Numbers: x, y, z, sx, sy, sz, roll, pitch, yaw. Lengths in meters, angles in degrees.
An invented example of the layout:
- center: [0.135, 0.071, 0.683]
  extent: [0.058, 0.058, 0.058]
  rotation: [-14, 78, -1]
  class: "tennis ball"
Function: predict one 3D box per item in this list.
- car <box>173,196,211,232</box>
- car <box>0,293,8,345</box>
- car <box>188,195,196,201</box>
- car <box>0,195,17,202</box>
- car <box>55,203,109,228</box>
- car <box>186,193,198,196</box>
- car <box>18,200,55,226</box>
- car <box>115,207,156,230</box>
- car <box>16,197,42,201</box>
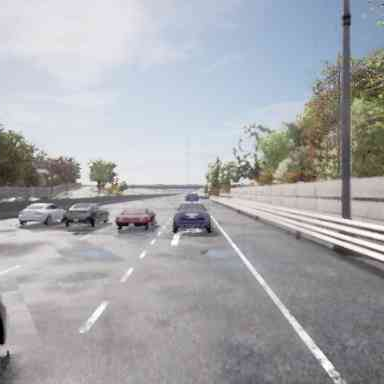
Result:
- center: [0.000, 1.339, 20.027]
  extent: [2.097, 1.767, 4.553]
  rotation: [0, 0, 0]
  class: "car"
- center: [-3.399, 1.490, 2.548]
  extent: [2.128, 1.511, 4.902]
  rotation: [0, 0, 0]
  class: "car"
- center: [0.048, 1.644, 88.788]
  extent: [1.994, 1.385, 4.181]
  rotation: [0, 0, 2]
  class: "car"
- center: [-24.557, 1.490, 45.540]
  extent: [2.128, 1.511, 4.902]
  rotation: [0, 0, 0]
  class: "car"
- center: [-6.897, 1.479, 22.182]
  extent: [2.128, 1.511, 4.902]
  rotation: [0, 0, 0]
  class: "car"
- center: [-0.001, 1.228, 50.790]
  extent: [2.150, 2.045, 5.566]
  rotation: [0, 0, 0]
  class: "car"
- center: [-10.402, 1.513, 23.411]
  extent: [1.812, 1.442, 4.674]
  rotation: [0, 0, 0]
  class: "car"
- center: [-3.398, 1.588, 20.963]
  extent: [1.895, 1.301, 4.718]
  rotation: [0, 0, 0]
  class: "car"
- center: [-21.069, 1.562, 44.493]
  extent: [1.994, 1.385, 4.181]
  rotation: [0, 0, 0]
  class: "car"
